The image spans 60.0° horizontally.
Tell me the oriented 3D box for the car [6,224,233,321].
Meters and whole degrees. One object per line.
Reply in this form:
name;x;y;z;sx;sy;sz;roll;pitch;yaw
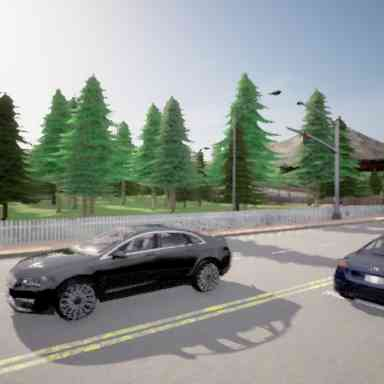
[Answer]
car;-1.297;1.504;7.366;4.902;1.511;2.128;0;0;-36

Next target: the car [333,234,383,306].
car;5.003;1.598;7.322;4.181;1.385;1.994;0;0;-36
